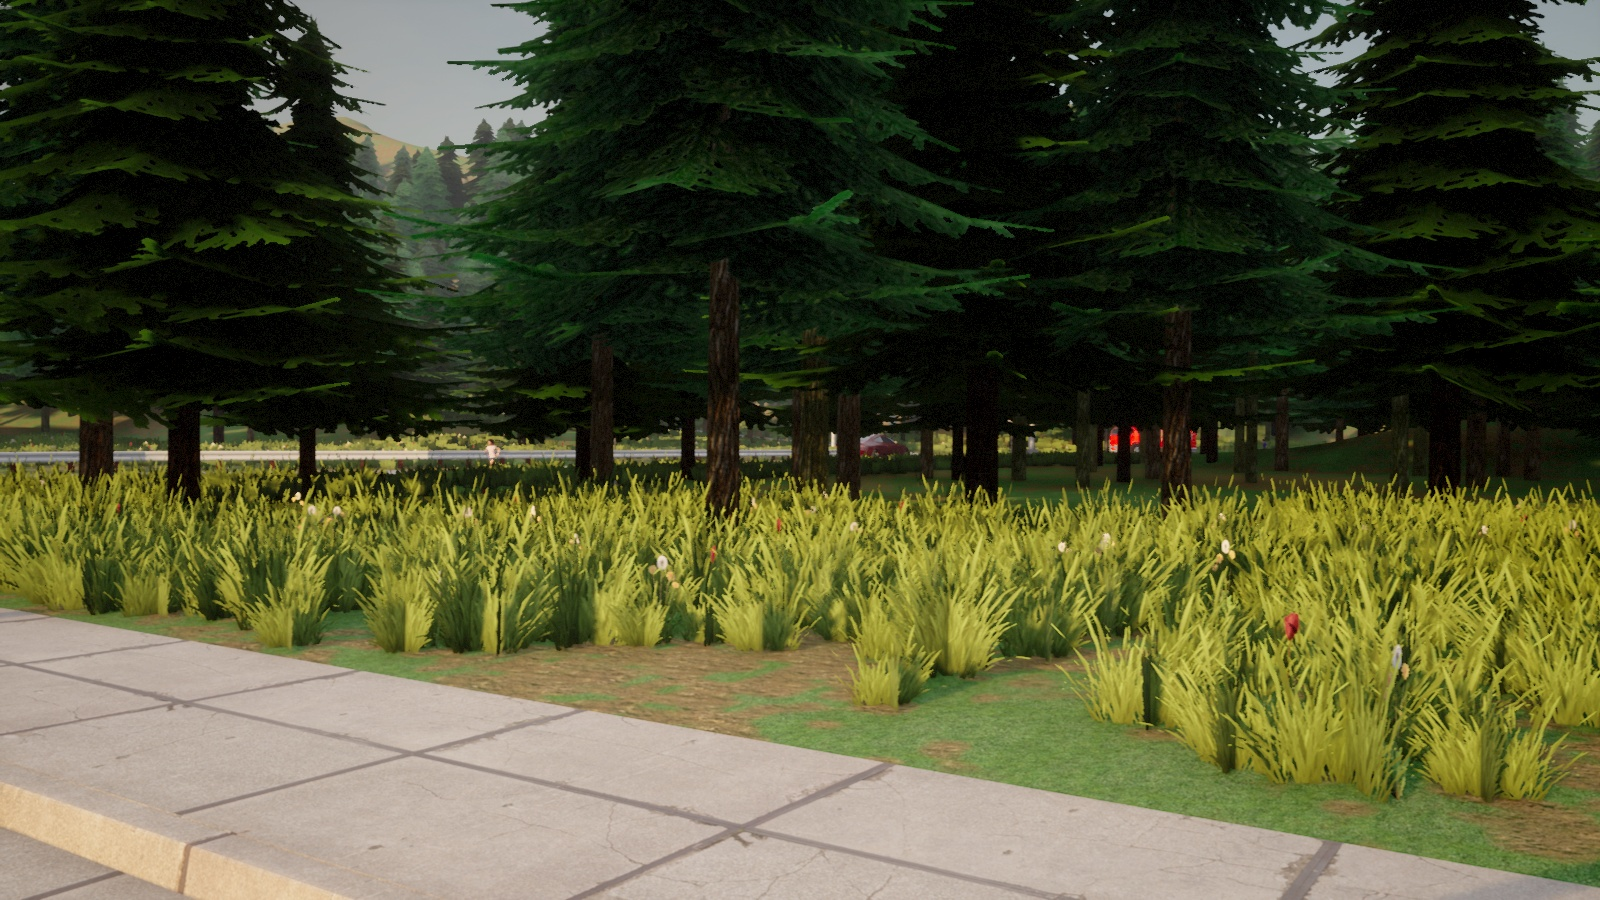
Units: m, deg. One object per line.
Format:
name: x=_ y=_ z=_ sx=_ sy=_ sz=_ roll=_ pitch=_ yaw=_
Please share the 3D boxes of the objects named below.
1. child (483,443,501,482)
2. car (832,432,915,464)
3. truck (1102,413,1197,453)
child: x=-8.770 y=0.348 z=35.744 sx=0.255 sy=1.110 sz=0.394 roll=0 pitch=1 yaw=35
car: x=3.578 y=-0.119 z=60.660 sx=1.812 sy=1.442 sz=4.674 roll=0 pitch=1 yaw=35
truck: x=22.265 y=-1.059 z=80.025 sx=5.204 sy=2.467 sz=2.627 roll=0 pitch=0 yaw=-11
